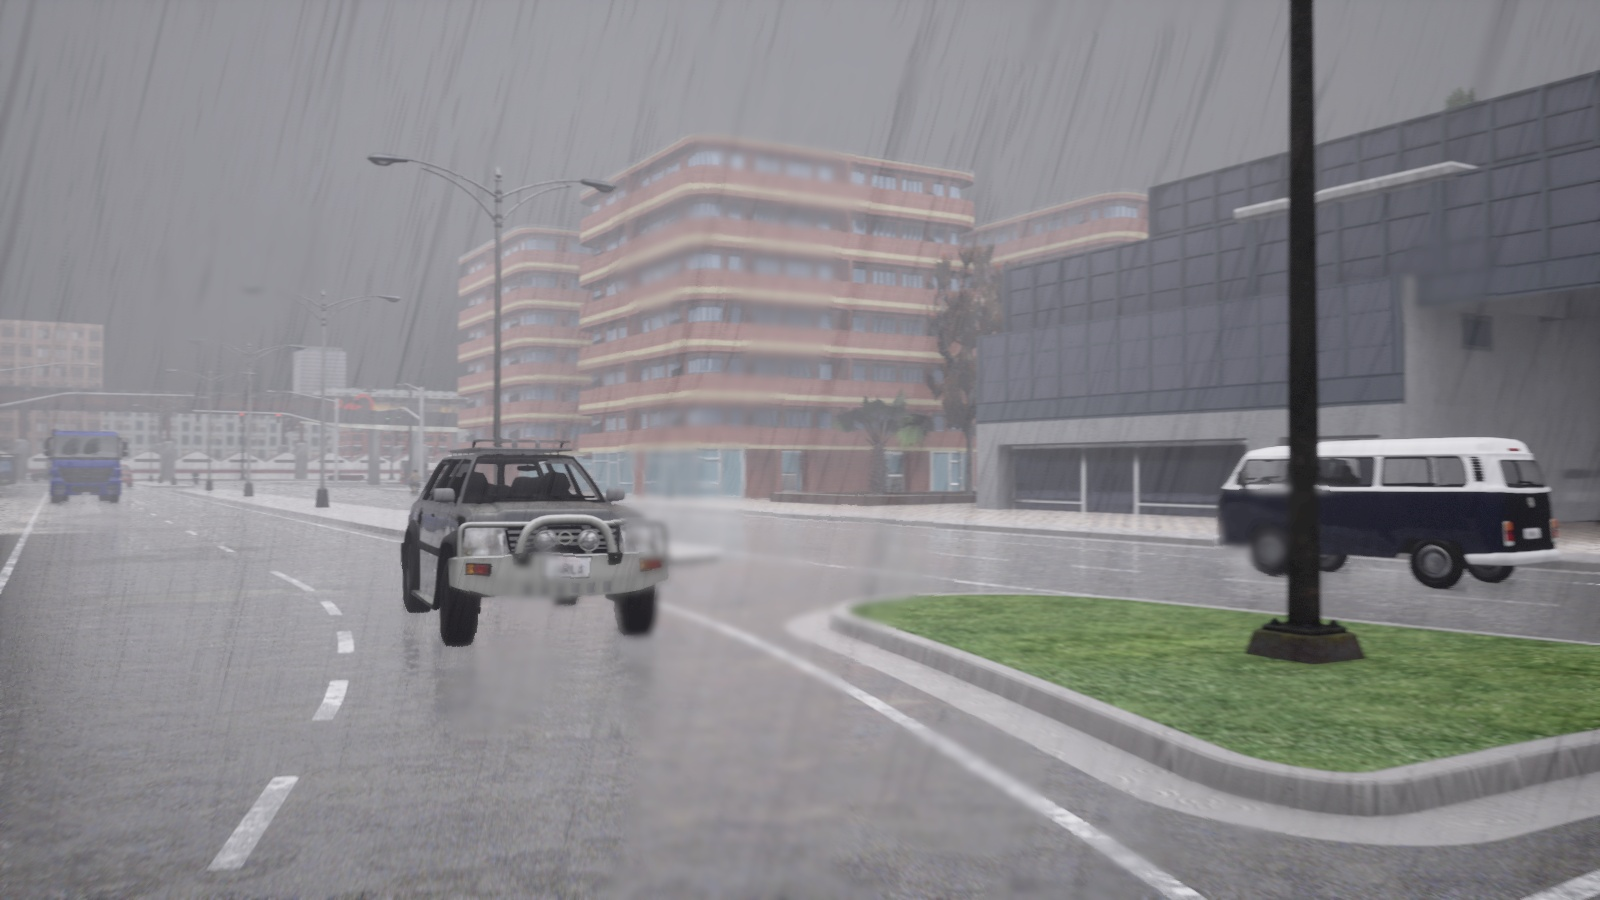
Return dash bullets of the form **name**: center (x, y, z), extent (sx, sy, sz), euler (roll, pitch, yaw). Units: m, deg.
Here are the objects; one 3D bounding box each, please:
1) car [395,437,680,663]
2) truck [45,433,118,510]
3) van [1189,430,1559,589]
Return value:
- **car**: center (-2.867, 0.862, 12.790), extent (1.932, 1.855, 4.605), euler (0, -1, -24)
- **truck**: center (-34.667, 1.047, 60.501), extent (2.891, 3.462, 7.936), euler (0, -1, -31)
- **van**: center (8.269, 0.800, 18.467), extent (2.069, 2.038, 4.480), euler (0, -1, -37)
